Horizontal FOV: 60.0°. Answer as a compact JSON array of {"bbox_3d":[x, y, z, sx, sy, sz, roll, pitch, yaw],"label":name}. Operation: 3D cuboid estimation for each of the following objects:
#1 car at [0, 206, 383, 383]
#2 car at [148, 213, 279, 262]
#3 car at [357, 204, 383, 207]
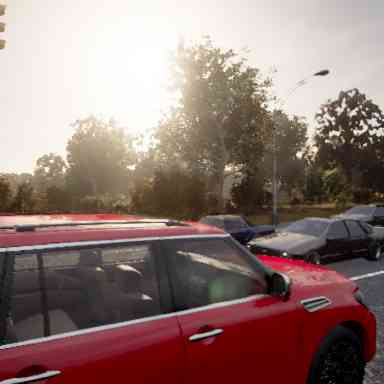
[{"bbox_3d":[-0.569,1.222,3.176,5.566,2.045,2.150,0,0,-34],"label":"car"},{"bbox_3d":[0.879,1.579,12.633,4.718,1.301,1.895,-1,0,-31],"label":"car"},{"bbox_3d":[9.310,1.360,17.300,5.357,1.411,2.033,-2,1,-27],"label":"car"}]
